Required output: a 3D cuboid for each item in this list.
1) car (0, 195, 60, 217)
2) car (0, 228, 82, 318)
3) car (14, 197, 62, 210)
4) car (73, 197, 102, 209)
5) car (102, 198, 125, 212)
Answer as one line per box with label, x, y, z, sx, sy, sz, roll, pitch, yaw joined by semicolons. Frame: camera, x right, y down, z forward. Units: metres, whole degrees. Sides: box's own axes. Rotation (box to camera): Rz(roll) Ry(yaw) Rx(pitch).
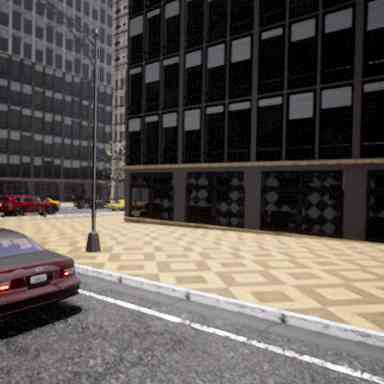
car;-14.630;1.236;29.974;2.192;1.841;5.009;1;0;37
car;-4.616;1.469;6.999;5.357;1.411;2.033;1;0;35
car;-18.103;1.279;39.359;1.752;1.417;4.829;1;0;37
car;-12.712;1.376;42.258;1.837;1.490;4.892;2;1;37
car;-7.810;1.550;39.168;1.752;1.417;4.829;1;0;37
